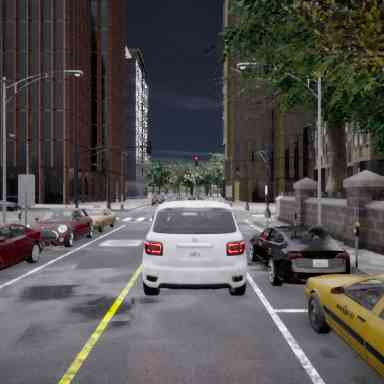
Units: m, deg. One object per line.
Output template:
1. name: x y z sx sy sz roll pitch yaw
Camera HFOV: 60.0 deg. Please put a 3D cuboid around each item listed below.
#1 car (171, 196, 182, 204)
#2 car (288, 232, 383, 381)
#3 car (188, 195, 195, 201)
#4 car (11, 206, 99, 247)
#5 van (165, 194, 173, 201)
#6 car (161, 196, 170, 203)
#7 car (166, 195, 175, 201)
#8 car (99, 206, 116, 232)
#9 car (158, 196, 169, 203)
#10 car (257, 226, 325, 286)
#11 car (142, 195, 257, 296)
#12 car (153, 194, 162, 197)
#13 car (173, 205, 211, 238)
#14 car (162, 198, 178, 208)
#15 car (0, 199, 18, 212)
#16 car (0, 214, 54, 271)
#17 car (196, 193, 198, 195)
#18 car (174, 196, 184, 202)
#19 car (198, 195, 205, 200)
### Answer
1. car: -3.061 1.583 66.956 1.994 1.385 4.181 0 0 1
2. car: 2.758 1.525 3.921 1.752 1.417 4.829 0 0 0
3. car: -0.052 1.534 88.561 1.837 1.490 4.892 0 0 0
4. car: -5.773 1.441 14.659 1.967 1.590 4.097 0 0 0
5. van: -5.813 1.372 84.711 1.690 1.788 3.998 0 0 0
6. car: -5.807 1.548 73.666 1.752 1.417 4.829 0 0 0
7. car: -5.816 1.585 90.149 2.008 1.369 4.403 0 0 0
8. car: -5.776 1.527 19.945 1.752 1.417 4.829 0 0 0
9. car: -5.803 1.602 68.398 1.802 1.307 4.206 0 0 0
10. car: 2.755 1.566 9.208 1.947 1.339 4.313 0 0 0
11. car: 0.061 1.222 8.799 2.150 2.045 5.566 0 0 0
12. car: -5.798 1.329 57.523 2.192 1.841 5.009 0 0 0
13. car: 0.013 1.527 18.444 1.812 1.442 4.674 0 0 1
14. car: -3.124 1.574 48.086 1.994 1.385 4.181 0 0 0
15. car: -19.190 1.203 31.510 5.357 1.411 2.033 1 0 -5
16. car: -5.770 1.545 9.201 1.887 1.381 4.507 0 0 0
17. car: -0.046 1.551 78.655 1.812 1.442 4.674 0 0 0
18. car: -3.045 1.558 77.295 2.033 1.411 5.357 0 0 0
19. car: 2.706 1.564 95.761 1.752 1.417 4.829 0 0 0
